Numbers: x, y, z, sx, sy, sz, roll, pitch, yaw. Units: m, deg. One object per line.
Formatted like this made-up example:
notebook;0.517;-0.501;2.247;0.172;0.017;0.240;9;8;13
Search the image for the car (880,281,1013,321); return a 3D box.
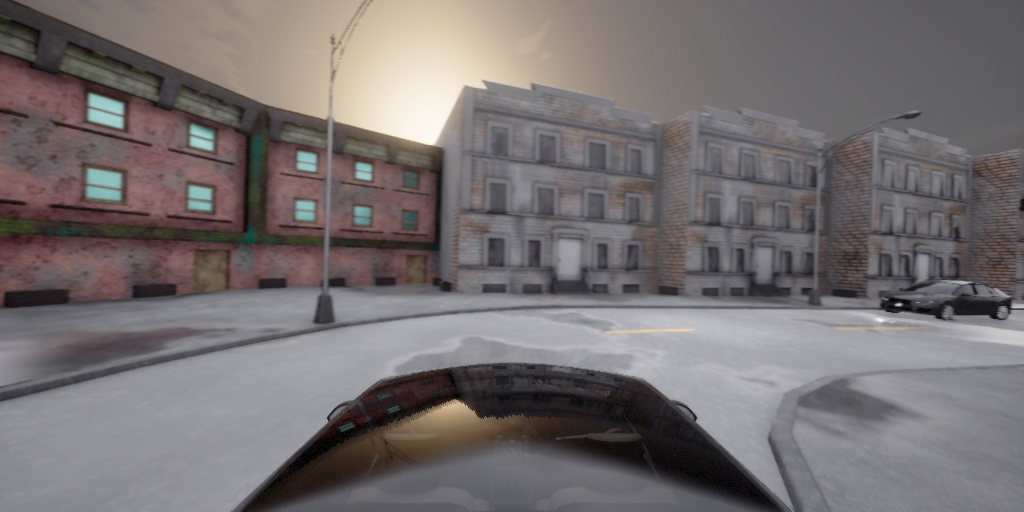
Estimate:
car;17.960;1.792;14.872;4.892;1.490;1.837;2;0;-10
